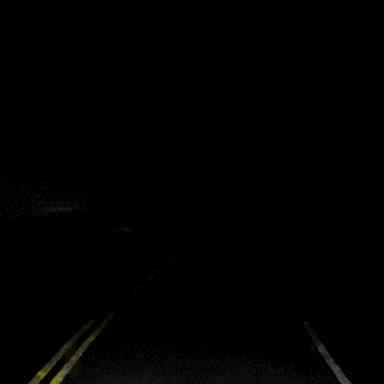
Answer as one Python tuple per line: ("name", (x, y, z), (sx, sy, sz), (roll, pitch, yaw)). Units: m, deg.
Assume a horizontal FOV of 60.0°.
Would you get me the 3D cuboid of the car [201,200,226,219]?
("car", (0.856, 1.387, 26.128), (2.128, 1.511, 4.902), (0, 0, 37))
